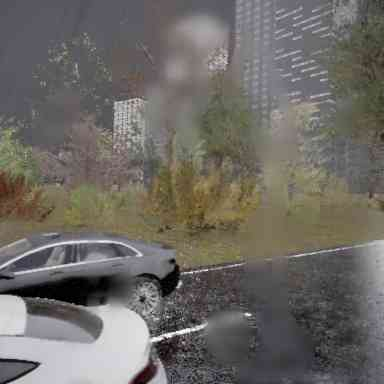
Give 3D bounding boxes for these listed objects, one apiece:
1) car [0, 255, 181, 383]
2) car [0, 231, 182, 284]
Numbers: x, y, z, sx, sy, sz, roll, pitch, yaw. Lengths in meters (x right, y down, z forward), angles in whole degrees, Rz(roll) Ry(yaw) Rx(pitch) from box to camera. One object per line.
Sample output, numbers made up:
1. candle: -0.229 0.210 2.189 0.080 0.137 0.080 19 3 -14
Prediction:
1. car: -2.392 1.525 2.053 4.674 1.442 1.812 0 0 -33
2. car: -2.518 1.491 5.858 4.902 1.511 2.128 0 0 -33
